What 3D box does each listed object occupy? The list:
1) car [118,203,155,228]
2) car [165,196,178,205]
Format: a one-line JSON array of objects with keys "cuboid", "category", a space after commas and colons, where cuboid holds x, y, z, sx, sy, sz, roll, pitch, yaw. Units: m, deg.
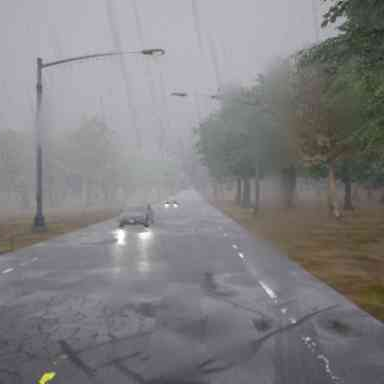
[{"cuboid": [-3.600, 1.502, 22.255, 1.837, 1.490, 4.892, 0, 0, 0], "category": "car"}, {"cuboid": [-3.513, 1.494, 57.419, 1.812, 1.442, 4.674, 0, 1, 0], "category": "car"}]
